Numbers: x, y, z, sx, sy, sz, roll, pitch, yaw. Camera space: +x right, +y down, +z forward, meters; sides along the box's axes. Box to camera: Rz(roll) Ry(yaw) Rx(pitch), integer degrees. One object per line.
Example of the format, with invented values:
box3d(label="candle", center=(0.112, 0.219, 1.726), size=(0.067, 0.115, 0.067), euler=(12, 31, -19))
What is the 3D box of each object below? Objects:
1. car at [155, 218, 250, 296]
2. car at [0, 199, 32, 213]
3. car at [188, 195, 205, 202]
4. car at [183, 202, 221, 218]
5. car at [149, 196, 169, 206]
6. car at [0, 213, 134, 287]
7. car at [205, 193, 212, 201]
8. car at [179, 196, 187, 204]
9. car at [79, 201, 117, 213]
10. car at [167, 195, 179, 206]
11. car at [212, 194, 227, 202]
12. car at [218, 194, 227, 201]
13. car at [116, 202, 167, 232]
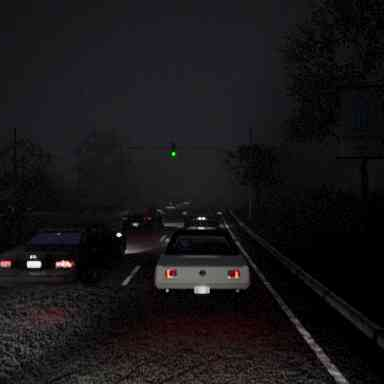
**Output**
box3d(label="car", center=(0.236, 1.609, 8.664), size=(1.895, 1.301, 4.718), euler=(0, 0, 1))
box3d(label="car", center=(-19.602, 1.525, 35.414), size=(4.902, 1.511, 2.128), euler=(0, 0, 6))
box3d(label="car", center=(0.881, 1.658, 63.017), size=(1.895, 1.301, 4.718), euler=(0, 0, 7))
box3d(label="car", center=(0.558, 1.524, 18.643), size=(1.837, 1.490, 4.892), euler=(0, 0, 2))
box3d(label="car", center=(-4.848, 1.642, 45.160), size=(1.895, 1.301, 4.718), euler=(0, 0, 5))
box3d(label="car", center=(-3.252, 1.556, 9.446), size=(2.033, 1.411, 5.357), euler=(0, 0, 1))
box3d(label="car", center=(4.445, 1.304, 86.626), size=(2.150, 2.045, 5.566), euler=(0, 0, 11))
box3d(label="car", center=(-2.801, 1.562, 63.000), size=(1.837, 1.490, 4.892), euler=(0, 0, 8))
box3d(label="car", center=(-9.367, 1.633, 35.291), size=(4.718, 1.301, 1.895), euler=(0, 0, -3))
box3d(label="car", center=(-3.912, 1.401, 54.082), size=(2.097, 1.767, 4.553), euler=(0, 0, 7))
box3d(label="car", center=(6.285, 1.618, 76.616), size=(1.994, 1.385, 4.181), euler=(0, 0, 9))
box3d(label="car", center=(7.945, 1.425, 86.322), size=(1.882, 1.535, 5.008), euler=(0, 0, 11))
box3d(label="car", center=(-2.886, 1.544, 19.981), size=(1.812, 1.442, 4.674), euler=(0, 0, 3))
